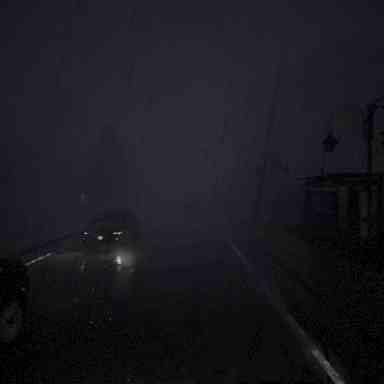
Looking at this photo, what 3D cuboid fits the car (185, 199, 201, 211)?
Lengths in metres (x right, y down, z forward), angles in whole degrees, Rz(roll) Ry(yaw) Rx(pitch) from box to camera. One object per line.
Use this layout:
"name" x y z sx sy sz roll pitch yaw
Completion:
"car" 0.120 1.656 43.347 1.882 1.535 5.008 0 0 0

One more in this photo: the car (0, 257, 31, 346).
"car" -3.591 1.509 3.562 2.128 1.511 4.902 0 0 0

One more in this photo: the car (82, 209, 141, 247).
"car" -3.548 1.572 15.392 1.837 1.490 4.892 0 -1 1
